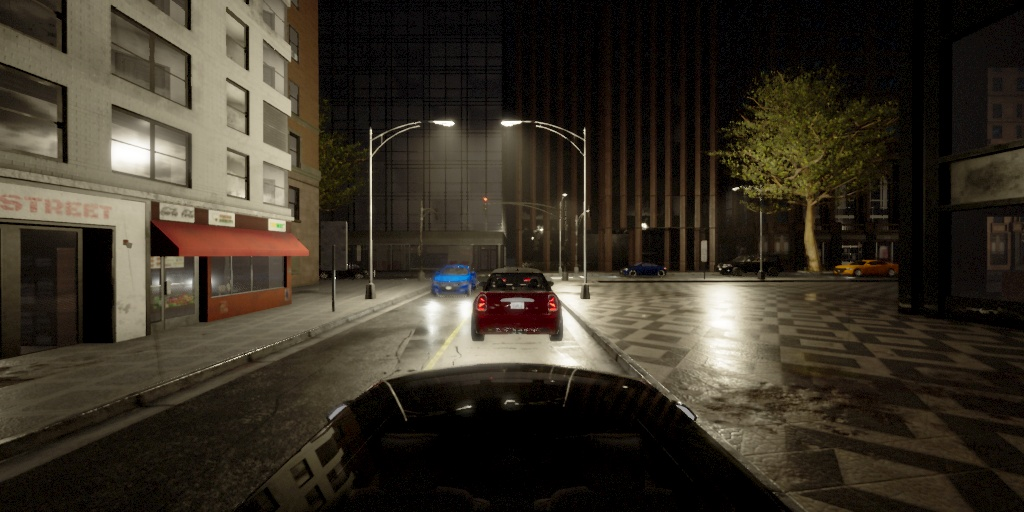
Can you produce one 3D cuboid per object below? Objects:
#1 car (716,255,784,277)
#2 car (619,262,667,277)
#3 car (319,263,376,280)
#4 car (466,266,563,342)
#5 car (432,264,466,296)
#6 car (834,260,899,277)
[{"bbox_3d":[22.372,0.895,33.777,5.566,2.045,2.150,0,0,0],"label":"car"},{"bbox_3d":[12.324,1.268,33.842,4.181,1.385,1.994,0,0,0],"label":"car"},{"bbox_3d":[-14.298,1.309,30.787,4.902,1.511,2.128,0,0,0],"label":"car"},{"bbox_3d":[0.123,1.104,9.976,2.097,1.767,4.553,0,0,0],"label":"car"},{"bbox_3d":[-2.981,1.232,19.427,1.882,1.535,5.008,0,0,0],"label":"car"},{"bbox_3d":[33.280,1.125,33.714,5.008,1.535,1.882,0,0,0],"label":"car"}]
